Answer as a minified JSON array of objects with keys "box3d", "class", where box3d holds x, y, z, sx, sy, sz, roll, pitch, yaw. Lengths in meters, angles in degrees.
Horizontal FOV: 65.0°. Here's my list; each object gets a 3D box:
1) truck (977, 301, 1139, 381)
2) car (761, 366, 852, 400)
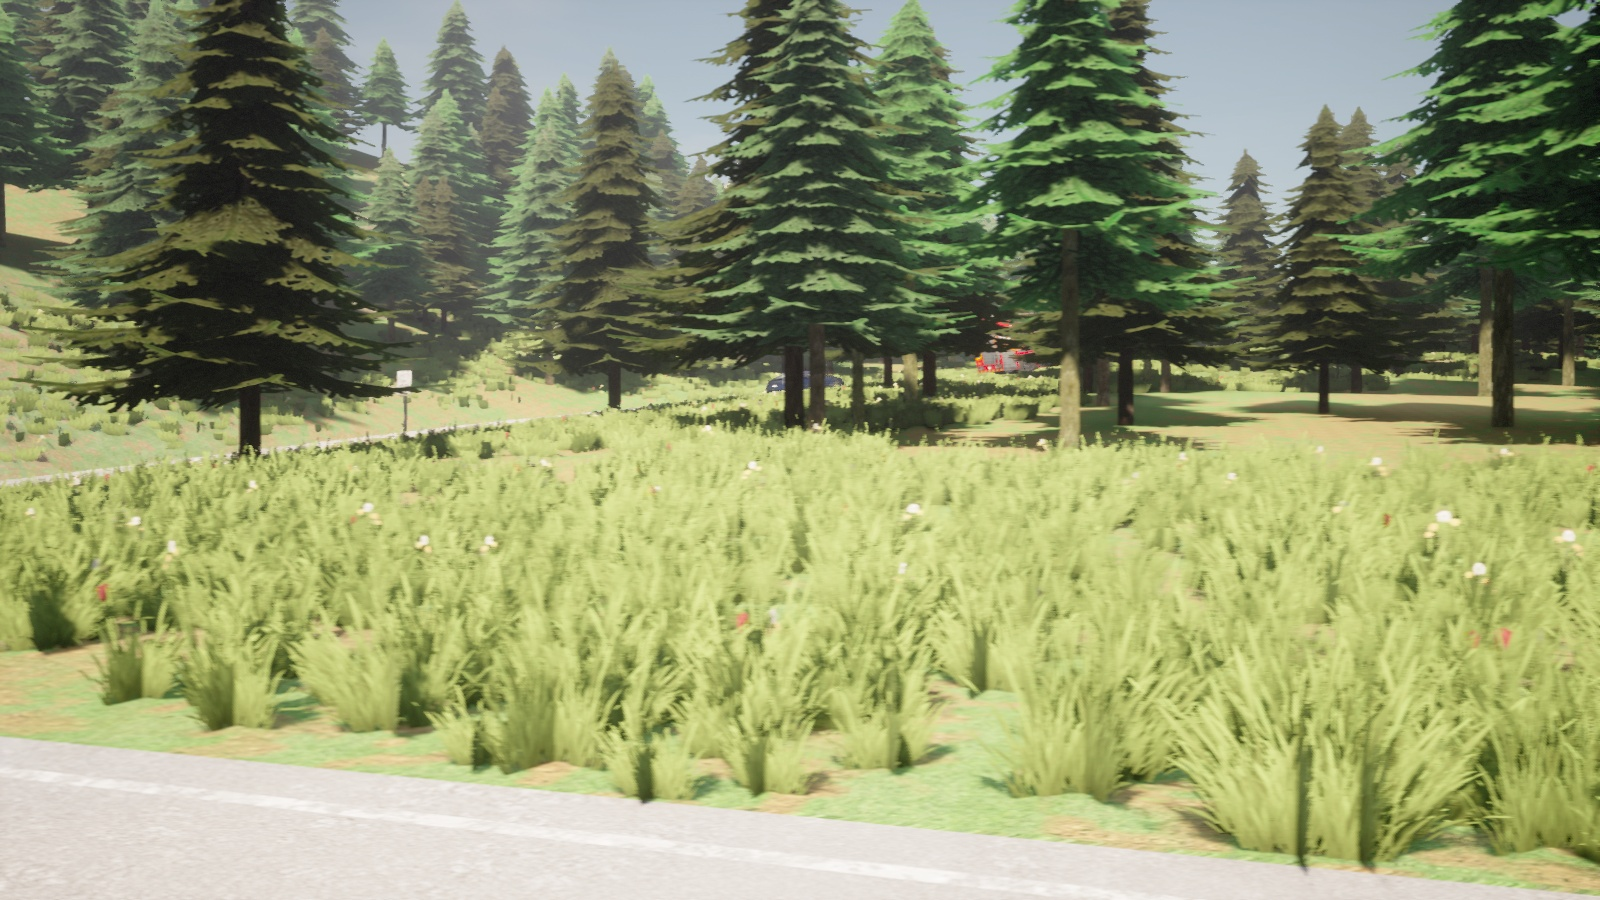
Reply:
[{"box3d":[14.591,-6.152,70.854,8.468,3.827,2.891,-6,2,-20],"class":"truck"},{"box3d":[0.355,-3.380,63.128,4.181,1.385,1.994,-7,6,-41],"class":"car"}]
